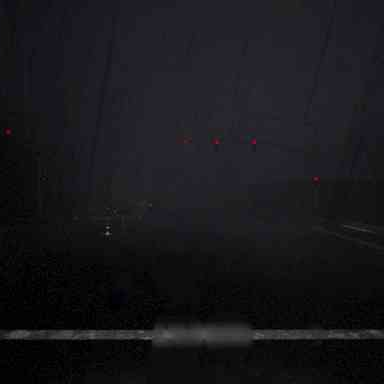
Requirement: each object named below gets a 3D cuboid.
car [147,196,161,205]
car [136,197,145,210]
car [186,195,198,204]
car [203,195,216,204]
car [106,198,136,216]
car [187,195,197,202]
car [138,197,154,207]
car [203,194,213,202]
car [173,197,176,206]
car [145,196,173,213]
[{"bbox_3d":[-7.046,1.492,62.085,2.128,1.511,4.902,0,0,0],"label":"car"},{"bbox_3d":[-7.082,1.478,42.191,1.882,1.535,5.008,0,0,0],"label":"car"},{"bbox_3d":[0.018,1.505,63.773,1.837,1.490,4.892,0,0,0],"label":"car"},{"bbox_3d":[3.620,1.547,62.941,2.033,1.411,5.357,0,0,0],"label":"car"},{"bbox_3d":[-7.085,1.526,32.897,1.812,1.442,4.674,0,0,0],"label":"car"},{"bbox_3d":[0.021,1.413,73.882,1.994,1.385,4.181,0,0,0],"label":"car"},{"bbox_3d":[-7.076,1.505,51.677,1.837,1.490,4.892,0,0,0],"label":"car"},{"bbox_3d":[3.523,1.355,74.460,2.097,1.767,4.553,0,0,0],"label":"car"},{"bbox_3d":[-3.581,1.564,45.562,1.994,1.385,4.181,0,0,0],"label":"car"},{"bbox_3d":[-3.578,1.352,36.992,2.097,1.767,4.553,0,0,0],"label":"car"}]
